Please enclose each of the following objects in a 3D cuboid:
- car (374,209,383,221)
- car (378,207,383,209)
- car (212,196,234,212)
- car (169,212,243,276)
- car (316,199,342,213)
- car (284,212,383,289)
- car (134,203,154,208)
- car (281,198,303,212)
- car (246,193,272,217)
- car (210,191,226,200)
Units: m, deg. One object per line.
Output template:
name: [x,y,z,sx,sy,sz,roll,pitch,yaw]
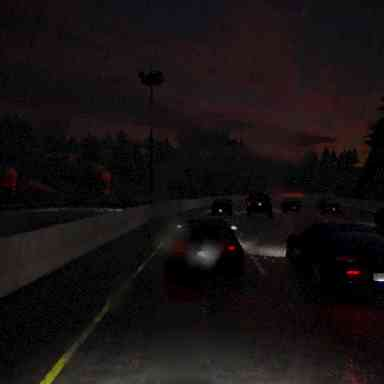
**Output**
car: [7.499,1.500,10.787,1.812,1.442,4.674,0,0,4]
car: [11.450,1.184,16.922,2.150,2.045,5.566,0,0,5]
car: [3.024,1.427,32.744,1.837,1.490,4.892,0,1,10]
car: [0.458,1.540,10.315,1.994,1.385,4.181,0,0,3]
car: [13.864,1.446,33.732,1.812,1.442,4.674,0,0,11]
car: [3.870,1.504,8.897,1.812,1.442,4.674,0,0,3]
car: [-6.135,1.423,41.604,1.812,1.442,4.674,0,0,12]
car: [10.622,1.393,35.437,1.882,1.535,5.008,0,0,11]
car: [6.276,1.148,31.153,2.150,2.045,5.566,0,0,10]
car: [6.428,0.759,80.952,2.150,2.045,5.566,0,0,23]
